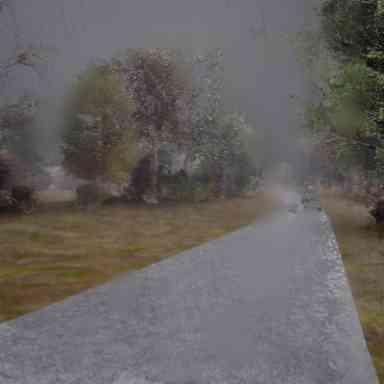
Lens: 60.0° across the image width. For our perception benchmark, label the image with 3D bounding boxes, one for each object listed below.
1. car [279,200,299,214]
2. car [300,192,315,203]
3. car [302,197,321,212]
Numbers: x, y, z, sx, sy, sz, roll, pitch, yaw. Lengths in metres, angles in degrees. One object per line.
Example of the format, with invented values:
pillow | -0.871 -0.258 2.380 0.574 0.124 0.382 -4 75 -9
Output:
car | 11.461 1.780 39.337 1.837 1.490 4.892 1 1 19
car | 19.838 1.034 56.944 2.150 2.045 5.566 1 2 15
car | 15.708 1.766 43.274 1.994 1.385 4.181 0 1 18
